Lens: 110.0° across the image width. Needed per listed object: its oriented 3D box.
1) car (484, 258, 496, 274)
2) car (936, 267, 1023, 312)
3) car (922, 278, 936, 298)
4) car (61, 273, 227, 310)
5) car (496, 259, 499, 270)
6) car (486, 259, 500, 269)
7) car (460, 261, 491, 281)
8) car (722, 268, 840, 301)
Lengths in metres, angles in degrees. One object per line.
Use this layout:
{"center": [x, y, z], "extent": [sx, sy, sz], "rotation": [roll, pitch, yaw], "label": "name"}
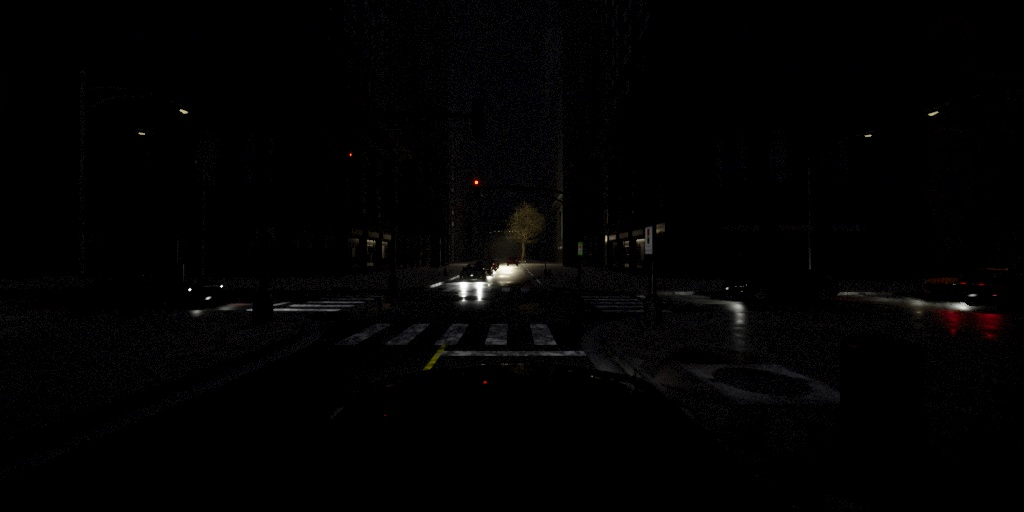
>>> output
{"center": [-3.093, 1.231, 38.612], "extent": [1.882, 1.535, 5.008], "rotation": [0, 0, 0], "label": "car"}
{"center": [20.076, 1.301, 13.742], "extent": [4.902, 1.511, 2.128], "rotation": [0, 0, 0], "label": "car"}
{"center": [22.543, 1.299, 16.941], "extent": [5.008, 1.535, 1.882], "rotation": [0, 0, 0], "label": "car"}
{"center": [-13.897, 1.303, 13.786], "extent": [4.718, 1.301, 1.895], "rotation": [0, 0, 0], "label": "car"}
{"center": [-3.080, 1.115, 48.257], "extent": [2.097, 1.767, 4.553], "rotation": [0, 0, 0], "label": "car"}
{"center": [-3.038, 1.267, 58.519], "extent": [2.128, 1.511, 4.902], "rotation": [0, 0, 0], "label": "car"}
{"center": [-3.094, 1.314, 29.542], "extent": [1.994, 1.385, 4.181], "rotation": [0, 0, 0], "label": "car"}
{"center": [12.588, 1.296, 16.949], "extent": [4.892, 1.490, 1.837], "rotation": [0, 0, 0], "label": "car"}
